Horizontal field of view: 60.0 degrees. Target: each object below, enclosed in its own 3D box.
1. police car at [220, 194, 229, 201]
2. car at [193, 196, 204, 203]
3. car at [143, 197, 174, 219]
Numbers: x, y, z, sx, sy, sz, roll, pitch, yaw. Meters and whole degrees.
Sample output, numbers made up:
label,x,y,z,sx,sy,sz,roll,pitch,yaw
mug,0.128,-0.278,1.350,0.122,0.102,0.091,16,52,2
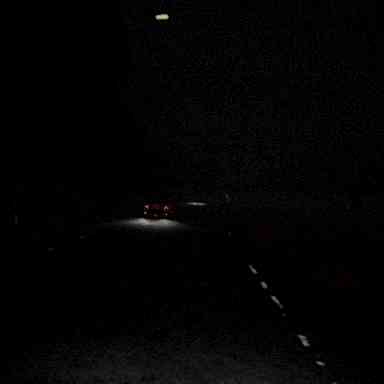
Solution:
label,x,y,z,sx,sy,sz,roll,pitch,yaw
police car,8.931,1.714,92.658,1.930,1.638,5.238,2,0,7
car,1.388,1.620,69.950,1.895,1.301,4.718,2,0,7
car,-2.732,1.263,28.242,2.097,1.767,4.553,2,0,3
